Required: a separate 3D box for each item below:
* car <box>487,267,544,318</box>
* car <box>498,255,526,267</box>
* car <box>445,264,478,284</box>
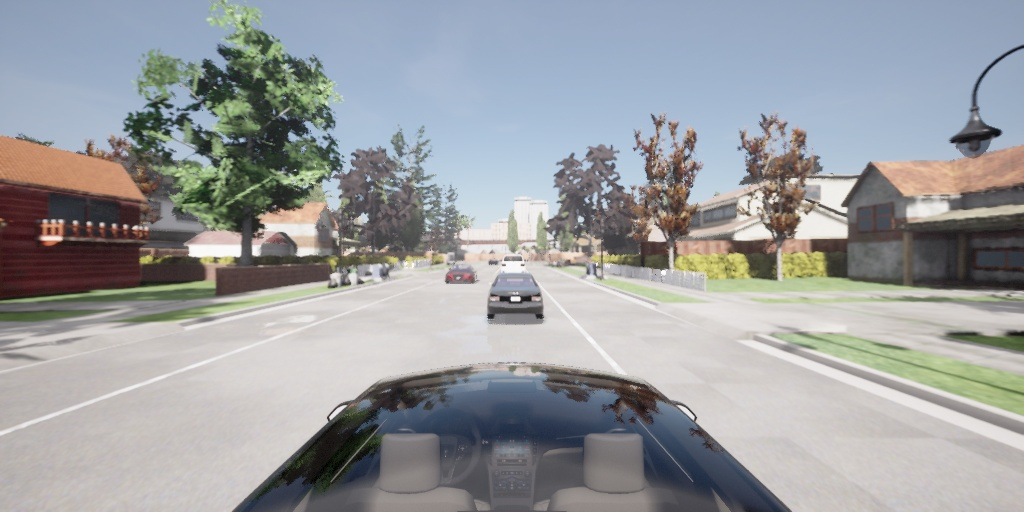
[{"bbox_3d":[0.102,1.288,12.935,2.033,1.411,5.357,0,0,0],"label":"car"},{"bbox_3d":[0.106,0.887,32.160,2.150,2.045,5.566,0,0,0],"label":"car"},{"bbox_3d":[-3.594,1.259,26.010,1.994,1.385,4.181,0,0,0],"label":"car"}]
